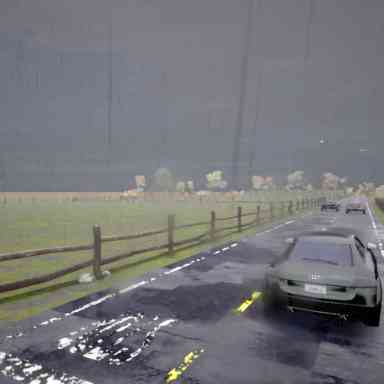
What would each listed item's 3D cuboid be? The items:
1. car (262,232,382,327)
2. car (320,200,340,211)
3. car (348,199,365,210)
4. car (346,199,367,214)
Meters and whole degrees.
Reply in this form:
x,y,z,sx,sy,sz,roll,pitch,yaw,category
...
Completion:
x,y,z,sx,sy,sz,roll,pitch,yaw,category
2.944,1.561,7.248,1.994,1.385,4.181,0,0,27,car
16.564,1.585,39.790,1.895,1.301,4.718,0,0,27,car
21.909,1.587,44.175,1.895,1.301,4.718,0,0,27,car
17.433,1.535,35.337,2.033,1.411,5.357,0,0,27,car
